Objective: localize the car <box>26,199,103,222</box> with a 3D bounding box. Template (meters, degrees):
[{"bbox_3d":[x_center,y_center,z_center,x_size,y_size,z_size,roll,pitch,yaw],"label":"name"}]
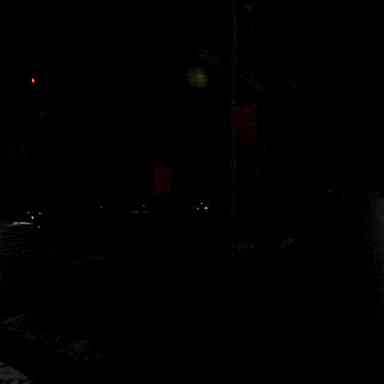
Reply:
[{"bbox_3d":[-8.988,1.249,24.050,2.033,1.411,5.357,0,1,35],"label":"car"}]

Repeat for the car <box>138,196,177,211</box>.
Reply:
[{"bbox_3d":[-3.286,1.090,32.221,1.994,1.385,4.181,0,1,35],"label":"car"}]

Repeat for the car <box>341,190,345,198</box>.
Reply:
[{"bbox_3d":[28.200,0.379,60.022,1.837,1.490,4.892,0,1,34],"label":"car"}]

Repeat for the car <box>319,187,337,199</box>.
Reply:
[{"bbox_3d":[24.948,0.107,61.049,2.150,2.045,5.566,0,1,35],"label":"car"}]

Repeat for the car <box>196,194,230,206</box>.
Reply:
[{"bbox_3d":[2.656,0.896,40.739,2.033,1.411,5.357,0,1,36],"label":"car"}]
